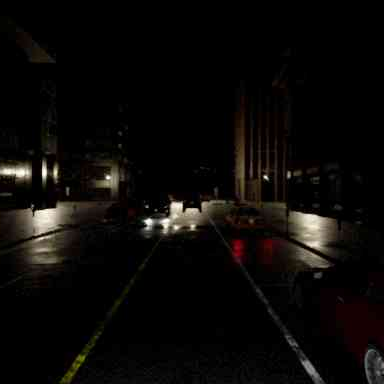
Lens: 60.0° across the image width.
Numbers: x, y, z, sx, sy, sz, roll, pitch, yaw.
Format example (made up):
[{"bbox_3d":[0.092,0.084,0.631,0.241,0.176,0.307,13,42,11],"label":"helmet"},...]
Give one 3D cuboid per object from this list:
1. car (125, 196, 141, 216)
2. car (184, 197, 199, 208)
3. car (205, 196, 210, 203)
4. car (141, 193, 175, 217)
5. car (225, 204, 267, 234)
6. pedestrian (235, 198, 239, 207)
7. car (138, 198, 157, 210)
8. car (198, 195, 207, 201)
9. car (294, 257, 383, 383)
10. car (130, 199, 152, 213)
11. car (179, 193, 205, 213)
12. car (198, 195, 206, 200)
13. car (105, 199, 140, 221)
[{"bbox_3d":[-5.767,1.320,32.683,2.192,1.841,5.009,0,0,0],"label":"car"},{"bbox_3d":[-0.101,1.514,48.943,1.837,1.490,4.892,0,0,-3],"label":"car"},{"bbox_3d":[2.748,1.457,70.683,1.967,1.590,4.097,0,0,0],"label":"car"},{"bbox_3d":[-3.104,1.226,31.453,2.150,2.045,5.566,0,0,0],"label":"car"},{"bbox_3d":[2.995,1.457,19.314,1.801,1.575,5.366,0,0,0],"label":"car"},{"bbox_3d":[2.995,1.296,22.309,0.375,1.860,0.375,0,0,0],"label":"pedestrian"},{"bbox_3d":[-5.771,1.533,43.716,1.752,1.417,4.829,0,0,0],"label":"car"},{"bbox_3d":[2.744,1.577,87.509,2.008,1.369,4.403,0,0,0],"label":"car"},{"bbox_3d":[2.763,1.582,4.693,1.802,1.307,4.206,0,0,0],"label":"car"},{"bbox_3d":[-5.769,1.531,38.115,1.752,1.417,4.829,0,0,0],"label":"car"},{"bbox_3d":[0.034,1.228,37.925,2.150,2.045,5.566,0,0,1],"label":"car"},{"bbox_3d":[2.743,1.596,93.118,1.947,1.339,4.313,0,0,0],"label":"car"},{"bbox_3d":[-5.767,1.548,27.081,1.887,1.381,4.507,0,0,0],"label":"car"}]
